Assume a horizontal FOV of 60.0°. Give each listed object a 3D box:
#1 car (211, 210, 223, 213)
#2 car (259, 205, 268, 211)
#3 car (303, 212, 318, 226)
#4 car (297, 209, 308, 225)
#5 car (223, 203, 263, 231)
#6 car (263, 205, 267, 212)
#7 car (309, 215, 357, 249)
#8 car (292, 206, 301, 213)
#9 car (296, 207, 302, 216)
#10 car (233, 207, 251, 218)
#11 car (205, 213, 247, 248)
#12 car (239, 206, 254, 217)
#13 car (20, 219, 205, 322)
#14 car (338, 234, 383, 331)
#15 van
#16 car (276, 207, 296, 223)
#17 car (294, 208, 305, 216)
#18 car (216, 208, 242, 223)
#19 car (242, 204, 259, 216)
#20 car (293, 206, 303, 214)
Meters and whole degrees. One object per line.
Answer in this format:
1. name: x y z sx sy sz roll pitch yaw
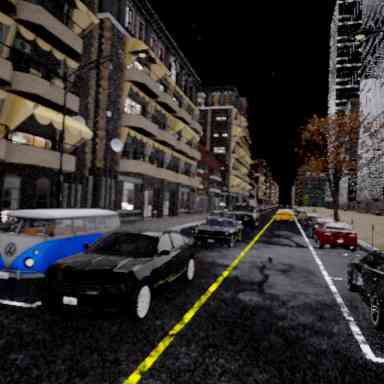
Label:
1. car: 2.550 2.323 30.730 1.947 1.339 4.313 3 -1 16
2. car: 19.300 4.342 89.627 1.947 1.339 4.313 3 -1 16
3. car: 9.080 2.422 23.074 2.008 1.369 4.403 3 -1 16
4. car: 12.126 2.787 33.783 2.008 1.369 4.403 3 -1 16
5. car: 4.308 1.982 27.406 2.150 2.045 5.566 2 -1 16
6. car: 14.747 3.539 73.568 2.192 1.841 5.009 3 -1 16
7. car: 7.558 2.234 17.719 1.887 1.381 4.507 3 -1 16
8. car: 27.360 4.513 87.328 1.967 1.590 4.097 3 -1 16
9. car: 15.220 3.133 44.656 1.752 1.417 4.829 3 -1 16
10. car: 7.118 2.872 46.793 1.947 1.339 4.313 3 -1 16
11. car: 1.482 2.026 17.556 1.895 1.301 4.718 2 -1 16
12. car: 8.597 3.009 51.984 1.752 1.417 4.829 3 -1 16
13. car: -1.290 1.572 7.799 1.882 1.535 5.008 2 -1 16
14. car: 4.511 1.892 7.012 1.947 1.339 4.313 3 -1 16
15. van: -3.528 1.372 9.317 1.690 1.788 3.998 3 -1 16
16. car: 11.023 2.790 39.423 1.882 1.535 5.008 2 -1 16
17. car: 21.263 3.887 65.908 2.008 1.369 4.403 3 -1 16
18. car: 4.074 2.491 36.084 2.008 1.369 4.403 3 -1 16
19. car: 10.179 2.988 57.506 2.192 1.841 5.009 3 -1 16
20. car: 24.314 4.144 76.619 1.967 1.590 4.097 3 -1 16
